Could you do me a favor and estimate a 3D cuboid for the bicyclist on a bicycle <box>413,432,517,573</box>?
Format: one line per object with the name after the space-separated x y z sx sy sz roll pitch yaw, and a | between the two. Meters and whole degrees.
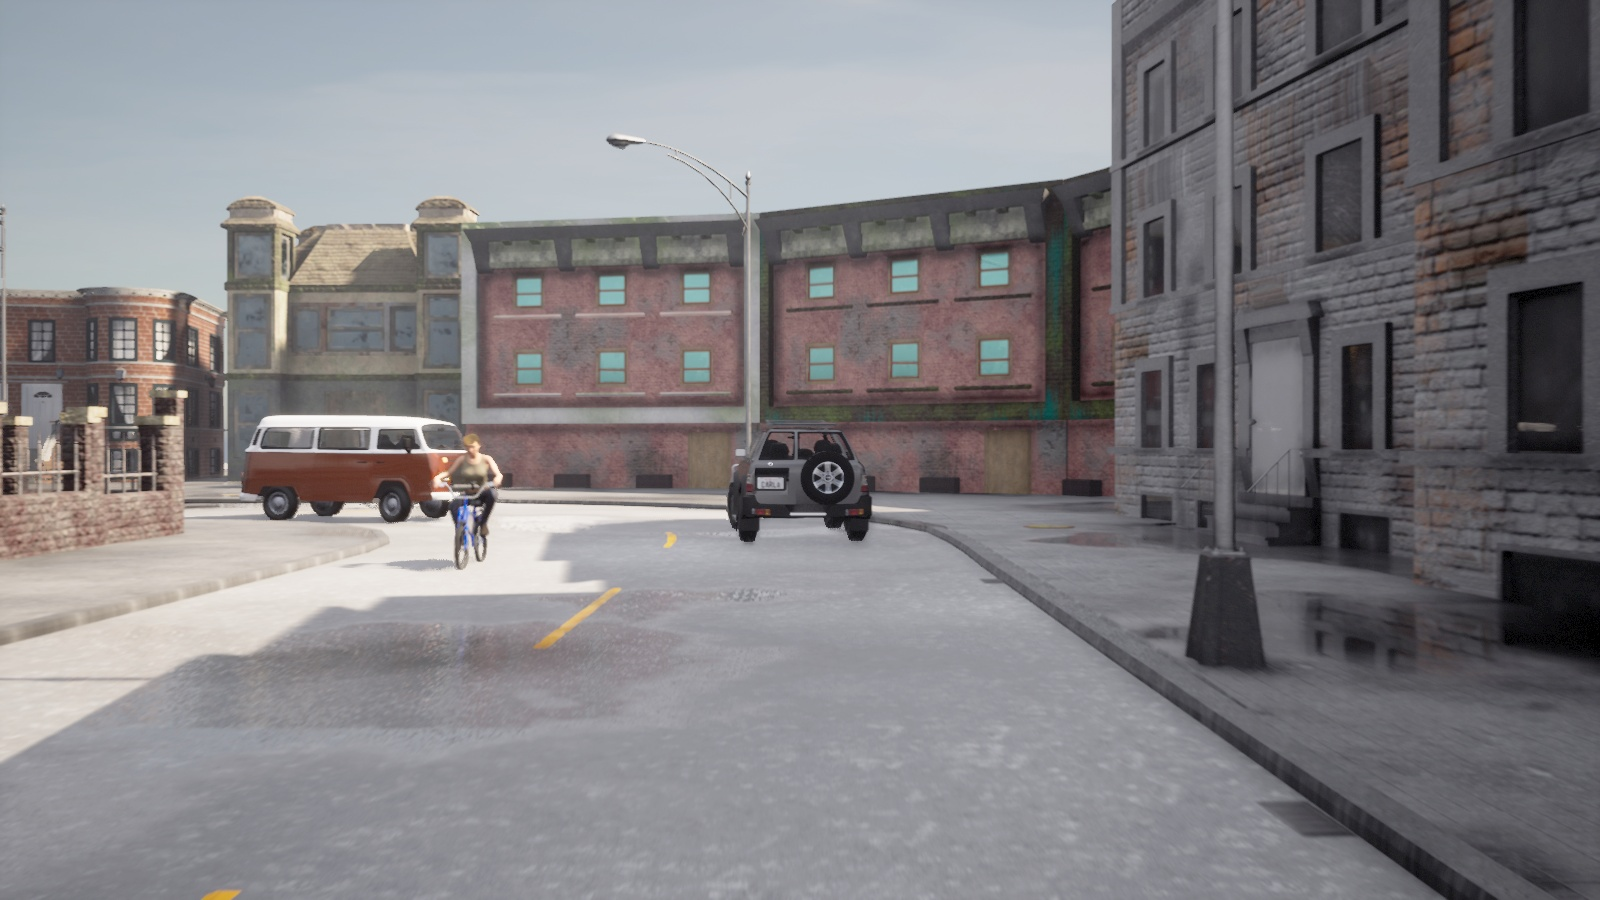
-3.983 0.595 15.057 0.866 1.612 1.509 0 0 -1 | bicyclist on a bicycle

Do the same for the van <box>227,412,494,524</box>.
-8.476 0.327 24.380 4.480 2.038 2.069 0 -1 14 | van

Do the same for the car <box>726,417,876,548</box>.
-0.112 0.451 20.126 1.932 1.855 4.605 0 0 -6 | car
